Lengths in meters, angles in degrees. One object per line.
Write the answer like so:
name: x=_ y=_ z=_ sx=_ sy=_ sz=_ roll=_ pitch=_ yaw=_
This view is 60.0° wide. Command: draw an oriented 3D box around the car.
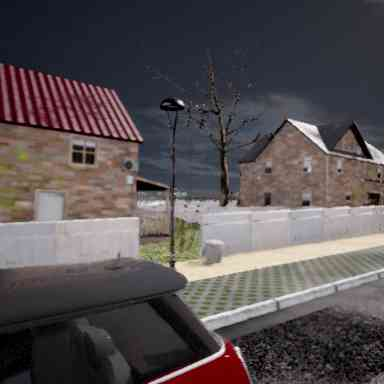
car: x=-1.742 y=1.352 z=1.824 sx=4.553 sy=1.767 sz=2.097 roll=0 pitch=0 yaw=-35
